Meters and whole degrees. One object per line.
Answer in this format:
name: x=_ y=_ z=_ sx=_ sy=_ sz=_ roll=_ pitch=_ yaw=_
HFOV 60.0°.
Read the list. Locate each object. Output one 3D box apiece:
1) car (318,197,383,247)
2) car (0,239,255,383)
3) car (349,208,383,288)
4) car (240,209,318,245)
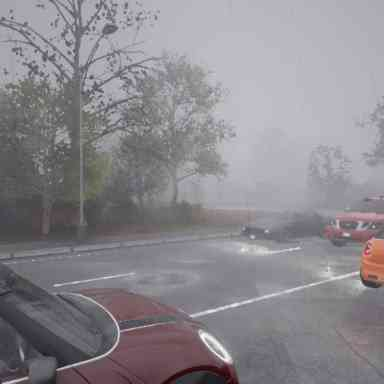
car: x=8.002 y=1.221 z=13.862 sx=5.566 sy=2.045 sz=2.150 roll=0 pitch=0 yaw=-34
car: x=-1.777 y=1.352 z=2.444 sx=4.553 sy=1.767 sz=2.097 roll=0 pitch=0 yaw=-36
car: x=6.089 y=1.352 z=7.997 sx=4.553 sy=1.767 sz=2.097 roll=0 pitch=0 yaw=-35
car: x=4.798 y=1.547 z=15.885 sx=5.357 sy=1.411 sz=2.033 roll=0 pitch=0 yaw=-35
